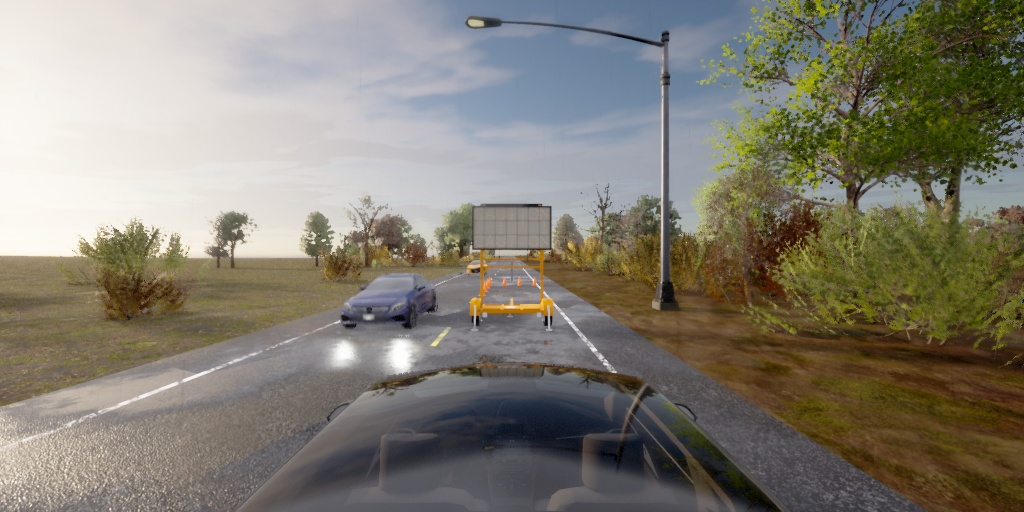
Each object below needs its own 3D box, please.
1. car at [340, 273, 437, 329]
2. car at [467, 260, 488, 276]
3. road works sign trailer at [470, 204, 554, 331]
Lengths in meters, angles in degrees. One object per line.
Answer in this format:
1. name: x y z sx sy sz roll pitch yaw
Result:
1. car: -3.602 1.275 11.342 1.812 1.442 4.674 0 0 0
2. car: -3.511 1.208 37.084 1.882 1.535 5.008 0 0 0
3. road works sign trailer: -0.003 0.214 10.994 2.380 3.560 2.880 0 0 0
